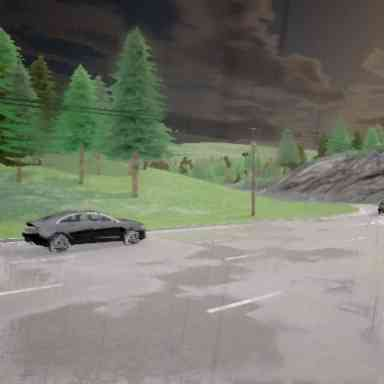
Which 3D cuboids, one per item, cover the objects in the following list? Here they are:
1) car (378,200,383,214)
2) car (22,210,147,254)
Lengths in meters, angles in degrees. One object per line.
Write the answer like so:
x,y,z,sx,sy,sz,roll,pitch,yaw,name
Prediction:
20.554,1.503,34.524,2.128,1.511,4.902,1,0,35,car
-4.219,1.493,13.635,4.902,1.511,2.128,0,0,-36,car
